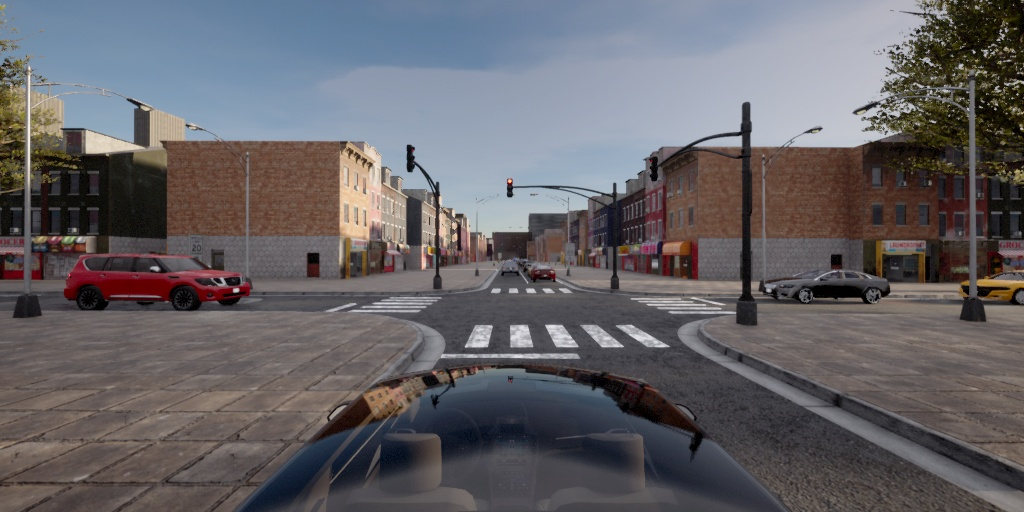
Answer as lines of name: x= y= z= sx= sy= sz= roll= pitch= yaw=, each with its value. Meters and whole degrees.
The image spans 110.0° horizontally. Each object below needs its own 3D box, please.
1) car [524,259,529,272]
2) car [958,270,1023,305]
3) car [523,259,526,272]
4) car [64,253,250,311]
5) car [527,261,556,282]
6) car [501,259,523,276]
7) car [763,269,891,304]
car: x=2.384 y=1.298 z=34.494 sx=1.751 sy=1.417 sz=4.829 roll=0 pitch=0 yaw=0
car: x=23.718 y=1.387 z=16.462 sx=5.008 sy=1.535 sz=1.882 roll=0 pitch=0 yaw=0
car: x=2.297 y=1.362 z=45.683 sx=1.948 sy=1.339 sz=4.313 roll=0 pitch=0 yaw=0
car: x=-13.106 y=0.927 z=13.443 sx=5.566 sy=2.045 sz=2.150 roll=0 pitch=0 yaw=0
car: x=2.430 y=1.309 z=28.646 sx=1.888 sy=1.381 sz=4.507 roll=0 pitch=0 yaw=0
car: x=-0.177 y=1.327 z=38.573 sx=2.033 sy=1.411 sz=5.357 roll=0 pitch=0 yaw=-1
car: x=14.268 y=1.333 z=16.437 sx=4.902 sy=1.511 sz=2.128 roll=0 pitch=0 yaw=1
